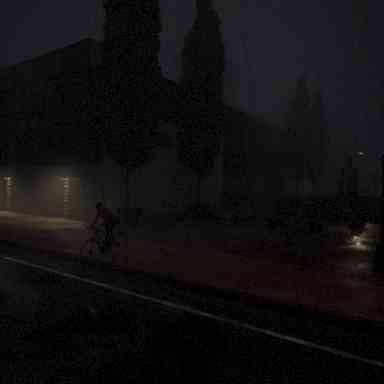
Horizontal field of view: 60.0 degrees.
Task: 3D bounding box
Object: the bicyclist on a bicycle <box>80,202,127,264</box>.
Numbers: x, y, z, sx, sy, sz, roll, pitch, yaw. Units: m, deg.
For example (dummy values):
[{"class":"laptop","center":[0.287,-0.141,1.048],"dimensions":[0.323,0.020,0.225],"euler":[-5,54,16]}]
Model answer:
[{"class":"bicyclist on a bicycle","center":[-2.426,1.094,9.217],"dimensions":[0.582,1.620,1.656],"euler":[2,5,35]}]
